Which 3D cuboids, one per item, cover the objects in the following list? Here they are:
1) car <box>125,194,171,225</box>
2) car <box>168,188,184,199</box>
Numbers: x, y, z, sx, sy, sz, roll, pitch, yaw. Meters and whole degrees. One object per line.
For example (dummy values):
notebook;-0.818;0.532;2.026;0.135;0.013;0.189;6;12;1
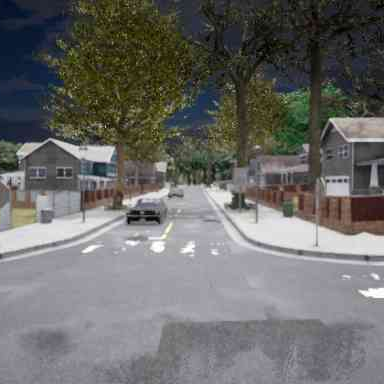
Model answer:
car;-2.462;1.020;18.923;1.895;1.301;4.718;0;2;1
car;-2.096;0.117;44.444;1.994;1.385;4.181;0;2;1
